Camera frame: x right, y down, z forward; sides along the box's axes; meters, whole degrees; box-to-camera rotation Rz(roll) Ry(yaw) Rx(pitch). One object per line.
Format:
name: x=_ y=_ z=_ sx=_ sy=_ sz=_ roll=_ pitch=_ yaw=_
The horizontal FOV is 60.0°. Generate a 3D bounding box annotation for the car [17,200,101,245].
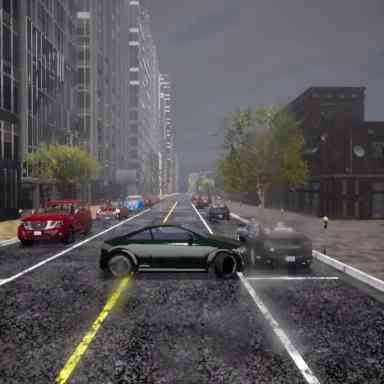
car: x=-6.167 y=1.310 z=15.656 sx=2.192 sy=1.841 sz=5.009 roll=-1 pitch=0 yaw=-1

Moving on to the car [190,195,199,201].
car: x=0.637 y=1.538 z=82.981 sx=1.947 sy=1.339 sz=4.313 roll=-1 pitch=0 yaw=-1

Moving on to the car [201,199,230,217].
car: x=2.051 y=1.543 z=26.918 sx=2.008 sy=1.369 sz=4.403 roll=-1 pitch=0 yaw=-1

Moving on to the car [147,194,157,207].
car: x=-6.914 y=1.299 z=49.584 sx=2.192 sy=1.841 sz=5.009 roll=-1 pitch=0 yaw=-1

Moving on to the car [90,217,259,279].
car: x=-0.453 y=1.557 z=9.454 sx=4.181 sy=1.385 sz=1.994 roll=0 pitch=0 yaw=-1

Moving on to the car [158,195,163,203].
car: x=-7.326 y=1.522 z=66.184 sx=1.887 sy=1.381 sz=4.507 roll=-1 pitch=0 yaw=-1

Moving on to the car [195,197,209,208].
car: x=1.463 y=1.509 z=49.954 sx=1.752 sy=1.417 sz=4.829 roll=-1 pitch=0 yaw=-1

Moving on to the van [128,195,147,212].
van: x=-6.637 y=1.329 z=38.518 sx=1.690 sy=1.788 sz=3.998 roll=-1 pitch=0 yaw=-1

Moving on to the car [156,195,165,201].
car: x=-7.737 y=1.497 z=82.613 sx=1.752 sy=1.417 sz=4.829 roll=-1 pitch=0 yaw=-1

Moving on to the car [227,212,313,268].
car: x=2.566 y=1.548 z=11.058 sx=2.008 sy=1.369 sz=4.403 roll=-1 pitch=0 yaw=-1

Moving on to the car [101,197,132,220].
car: x=-6.352 y=1.432 z=26.724 sx=1.967 sy=1.590 sz=4.097 roll=-1 pitch=0 yaw=-1

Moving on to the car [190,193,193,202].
car: x=0.910 y=1.291 z=71.915 sx=2.192 sy=1.841 sz=5.009 roll=-1 pitch=0 yaw=-1

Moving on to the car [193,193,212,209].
car: x=1.602 y=1.301 z=44.251 sx=2.192 sy=1.841 sz=5.009 roll=-1 pitch=0 yaw=-1
